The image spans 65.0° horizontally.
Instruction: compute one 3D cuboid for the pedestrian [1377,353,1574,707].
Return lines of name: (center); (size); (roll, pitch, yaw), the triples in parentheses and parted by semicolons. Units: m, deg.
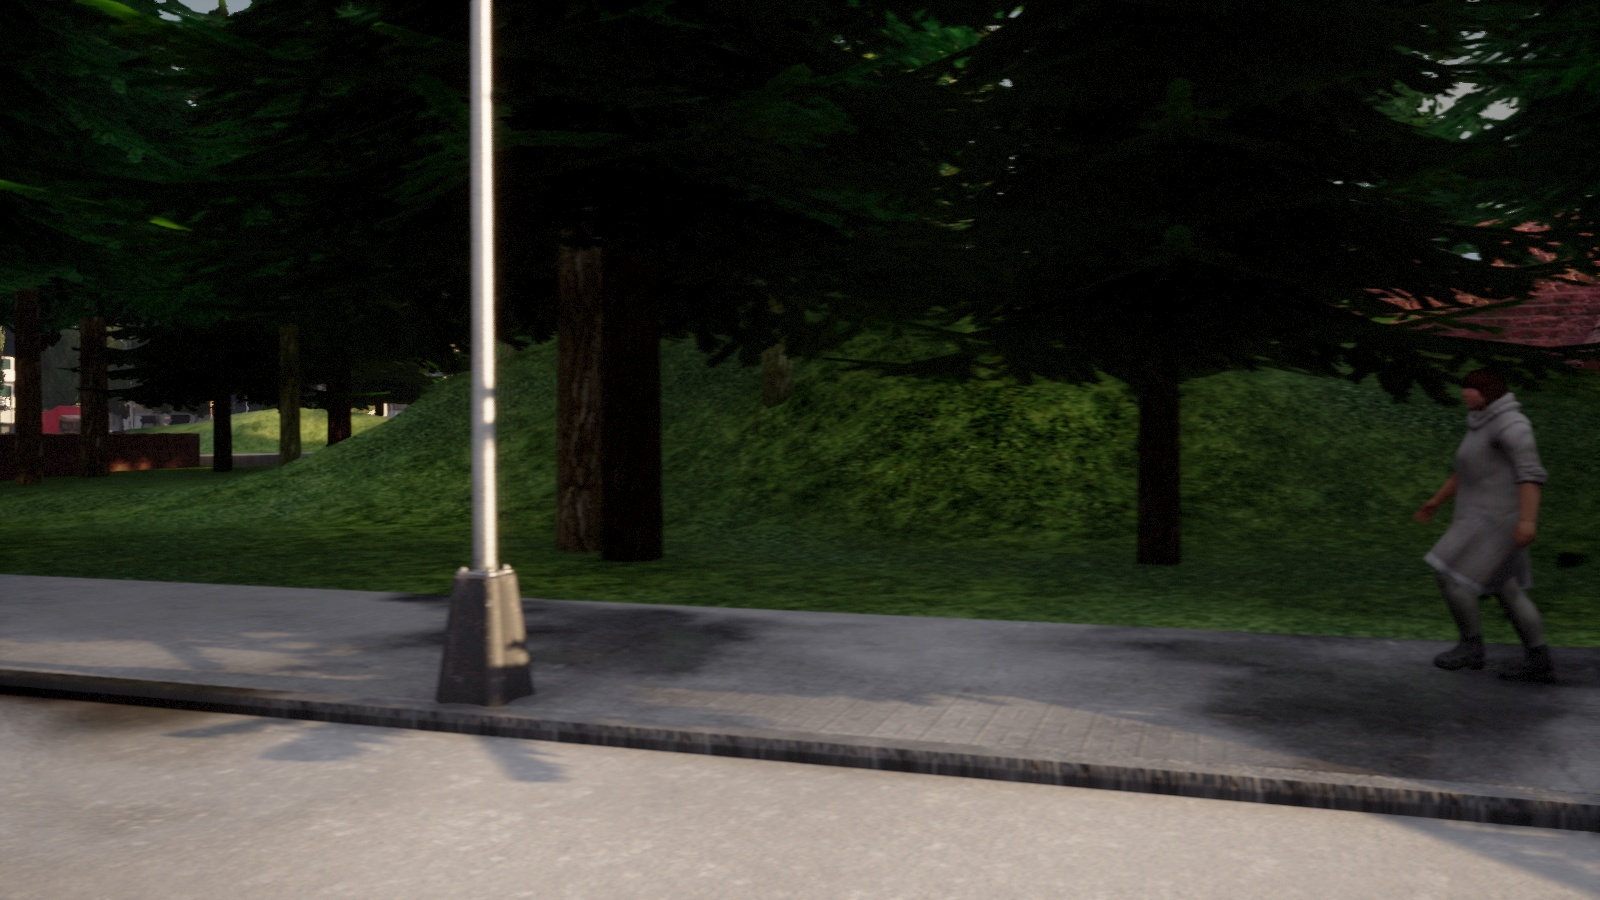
pedestrian: (3.916, 0.434, 7.347); (0.873, 1.952, 0.659); (1, 1, 17)
